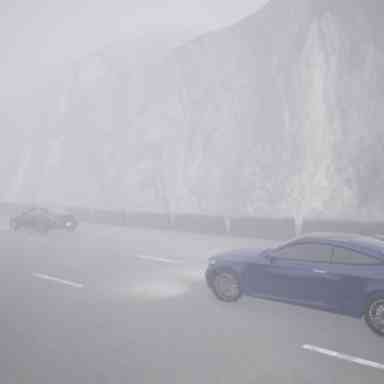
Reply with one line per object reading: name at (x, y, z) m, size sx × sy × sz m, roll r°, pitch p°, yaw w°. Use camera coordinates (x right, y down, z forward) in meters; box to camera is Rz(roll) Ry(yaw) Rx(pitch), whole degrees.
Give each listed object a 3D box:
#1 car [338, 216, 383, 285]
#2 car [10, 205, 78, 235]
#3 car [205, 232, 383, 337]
car at (6.394, 1.491, 8.030) m, size 4.902 × 1.511 × 2.128 m, roll 0°, pitch 0°, yaw 35°
car at (-8.219, 1.471, 18.449) m, size 4.674 × 1.442 × 1.812 m, roll 1°, pitch 0°, yaw 35°
car at (2.462, 1.524, 6.535) m, size 4.674 × 1.442 × 1.812 m, roll 0°, pitch 0°, yaw 35°
